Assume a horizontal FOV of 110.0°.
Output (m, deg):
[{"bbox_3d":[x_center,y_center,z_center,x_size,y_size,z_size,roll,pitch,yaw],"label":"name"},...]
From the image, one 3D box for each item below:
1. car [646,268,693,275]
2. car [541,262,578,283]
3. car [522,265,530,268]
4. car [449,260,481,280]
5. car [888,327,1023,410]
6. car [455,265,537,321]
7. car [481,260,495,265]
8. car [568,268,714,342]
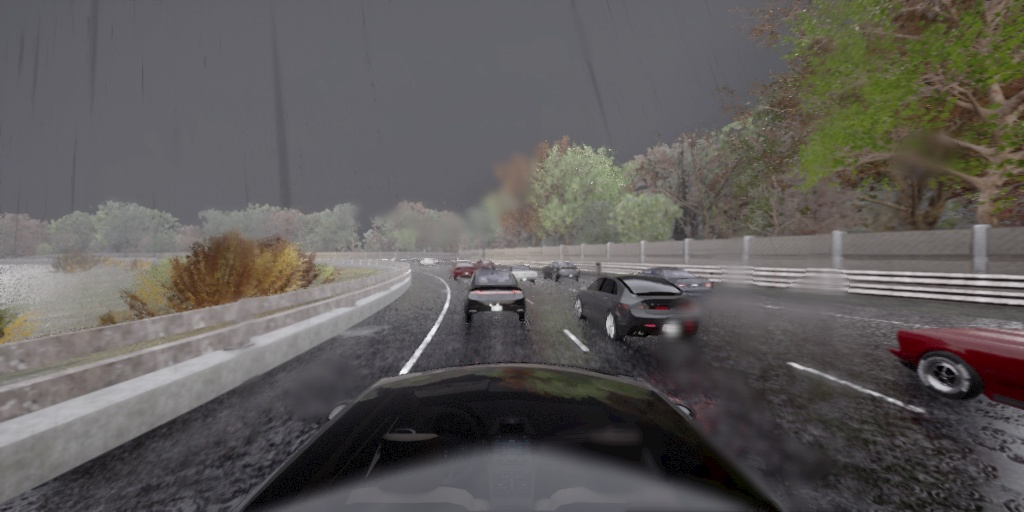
[{"bbox_3d":[7.292,1.261,17.356,2.033,1.411,5.357,0,0,-7],"label":"car"},{"bbox_3d":[3.671,1.199,27.830,2.128,1.511,4.902,0,0,-12],"label":"car"},{"bbox_3d":[0.356,1.317,26.928,1.895,1.301,4.718,0,0,-13],"label":"car"},{"bbox_3d":[-4.222,1.199,30.530,1.882,1.535,5.008,0,0,-16],"label":"car"},{"bbox_3d":[6.922,1.333,3.478,1.895,1.301,4.718,0,0,-2],"label":"car"},{"bbox_3d":[-0.659,1.229,12.324,2.128,1.511,4.902,0,0,-6],"label":"car"},{"bbox_3d":[-3.811,1.221,48.845,1.812,1.442,4.674,0,0,-25],"label":"car"},{"bbox_3d":[3.082,1.238,9.757,1.837,1.490,4.892,0,0,-4],"label":"car"}]
